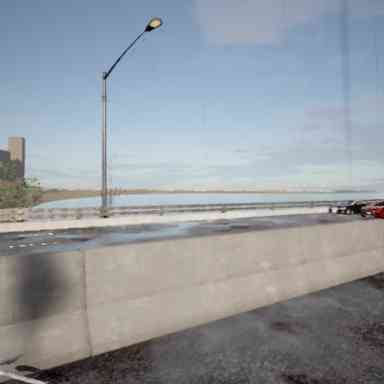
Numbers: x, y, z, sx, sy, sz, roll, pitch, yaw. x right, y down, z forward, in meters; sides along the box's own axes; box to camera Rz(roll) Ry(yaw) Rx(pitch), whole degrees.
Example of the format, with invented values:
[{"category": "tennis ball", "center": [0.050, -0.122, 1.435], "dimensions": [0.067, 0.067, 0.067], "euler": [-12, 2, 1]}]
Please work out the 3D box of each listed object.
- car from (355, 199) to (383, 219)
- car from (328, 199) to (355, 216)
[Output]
[{"category": "car", "center": [16.357, 1.440, 28.345], "dimensions": [5.008, 1.535, 1.882], "euler": [0, 0, -35]}, {"category": "car", "center": [14.963, 1.454, 31.637], "dimensions": [4.902, 1.511, 2.128], "euler": [0, 0, -35]}]
